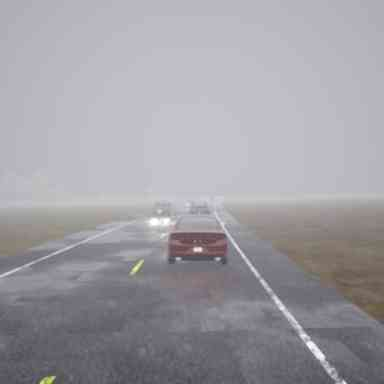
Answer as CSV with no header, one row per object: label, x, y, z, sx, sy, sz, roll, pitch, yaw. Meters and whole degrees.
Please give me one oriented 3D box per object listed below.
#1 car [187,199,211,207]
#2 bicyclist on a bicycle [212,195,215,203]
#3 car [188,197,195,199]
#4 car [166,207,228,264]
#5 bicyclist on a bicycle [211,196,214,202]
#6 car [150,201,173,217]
car,0.726,1.649,30.916,2.128,1.511,4.902,0,0,2
bicyclist on a bicycle,5.410,1.771,85.040,0.659,1.776,1.843,0,0,6
car,-0.129,1.849,74.078,1.812,1.442,4.674,0,0,5
car,0.215,1.541,12.157,1.882,1.535,5.008,0,0,1
bicyclist on a bicycle,4.535,1.816,76.115,0.582,1.620,1.656,0,-1,5
car,-2.891,1.658,32.897,2.128,1.511,4.902,0,0,2
